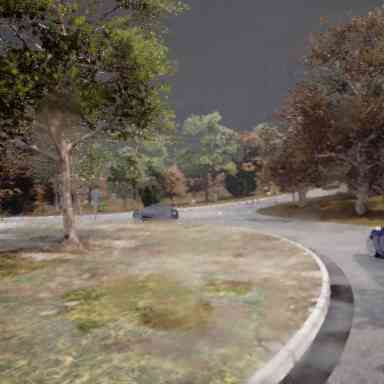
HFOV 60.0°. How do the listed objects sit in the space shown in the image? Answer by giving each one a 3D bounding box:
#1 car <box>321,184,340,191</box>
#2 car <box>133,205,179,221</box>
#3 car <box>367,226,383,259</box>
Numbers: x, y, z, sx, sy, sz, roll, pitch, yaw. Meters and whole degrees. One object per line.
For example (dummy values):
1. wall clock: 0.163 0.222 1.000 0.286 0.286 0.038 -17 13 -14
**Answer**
1. car: 30.445 -1.087 73.280 4.718 1.301 1.895 -7 3 -35
2. car: -3.295 1.864 29.994 4.181 1.385 1.994 -1 -1 27
3. car: 6.542 1.448 9.483 1.882 1.535 5.008 -1 0 16
